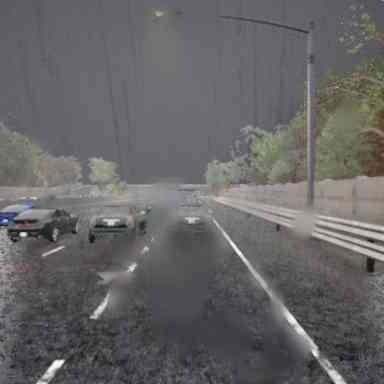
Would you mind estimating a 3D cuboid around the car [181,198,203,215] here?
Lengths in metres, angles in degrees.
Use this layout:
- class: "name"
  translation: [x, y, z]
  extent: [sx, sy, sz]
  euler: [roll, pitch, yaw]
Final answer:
- class: "car"
  translation: [-0.036, 1.479, 34.746]
  extent: [2.128, 1.511, 4.902]
  euler: [0, 0, 0]

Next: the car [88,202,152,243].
- class: "car"
  translation: [-3.416, 1.343, 16.170]
  extent: [2.097, 1.767, 4.553]
  euler: [0, 0, 0]

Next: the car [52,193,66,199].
- class: "car"
  translation: [-28.073, 1.493, 72.877]
  extent: [2.033, 1.411, 5.357]
  euler: [0, 0, 0]

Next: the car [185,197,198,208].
- class: "car"
  translation: [-0.052, 1.526, 49.066]
  extent: [1.812, 1.442, 4.674]
  euler: [0, 0, 0]

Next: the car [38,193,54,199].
- class: "car"
  translation: [-31.573, 1.179, 72.844]
  extent: [2.150, 2.045, 5.566]
  euler: [0, 0, 0]

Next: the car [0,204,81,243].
- class: "car"
  translation: [-6.916, 1.497, 16.053]
  extent: [1.837, 1.490, 4.892]
  euler: [0, 0, 0]

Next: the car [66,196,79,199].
- class: "car"
  translation: [-24.571, 1.608, 71.042]
  extent: [1.895, 1.301, 4.718]
  euler: [0, 0, 0]

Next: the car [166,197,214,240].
- class: "car"
  translation: [-0.017, 1.341, 17.145]
  extent: [2.097, 1.767, 4.553]
  euler: [0, 0, 0]

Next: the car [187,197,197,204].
- class: "car"
  translation: [-0.068, 1.632, 65.740]
  extent: [1.895, 1.301, 4.718]
  euler: [0, 0, 0]

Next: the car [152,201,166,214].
- class: "car"
  translation: [-3.435, 1.589, 34.324]
  extent: [1.895, 1.301, 4.718]
  euler: [0, 0, 0]

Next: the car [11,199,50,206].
- class: "car"
  translation: [-10.420, 1.469, 21.082]
  extent: [1.882, 1.535, 5.008]
  euler: [0, 0, 0]
